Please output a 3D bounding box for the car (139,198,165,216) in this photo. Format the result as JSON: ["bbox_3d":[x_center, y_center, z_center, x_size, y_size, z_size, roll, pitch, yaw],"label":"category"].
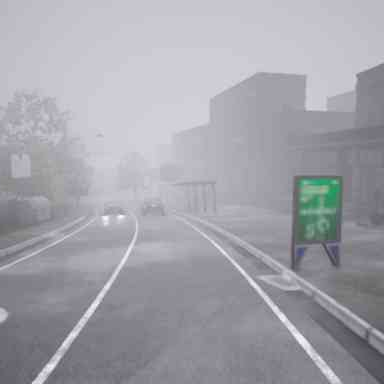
[{"bbox_3d":[-4.006,1.340,32.718,2.097,1.767,4.553,-2,0,-13],"label":"car"}]

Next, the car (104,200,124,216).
[{"bbox_3d":[-8.194,1.616,34.913,1.812,1.442,4.674,-2,0,-14],"label":"car"}]
